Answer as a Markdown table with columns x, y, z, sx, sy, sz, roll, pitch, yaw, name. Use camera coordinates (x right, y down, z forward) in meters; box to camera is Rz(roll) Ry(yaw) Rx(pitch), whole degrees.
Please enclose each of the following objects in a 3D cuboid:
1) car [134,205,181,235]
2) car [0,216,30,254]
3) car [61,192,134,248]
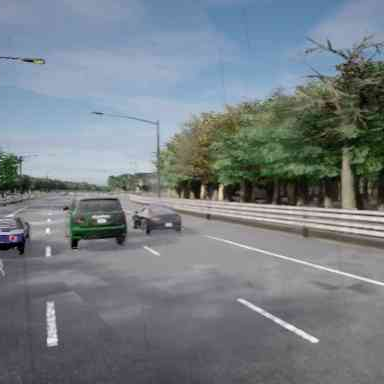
| x | y | z | sx | sy | sz | roll | pitch | yaw | name |
| --- | --- | --- | --- | --- | --- | --- | --- | --- | --- |
| -2.034 | 1.420 | 18.143 | 1.812 | 1.442 | 4.674 | -1 | 0 | -23 | car |
| -7.466 | 1.605 | 13.049 | 1.895 | 1.301 | 4.718 | -1 | 0 | -24 | car |
| -4.440 | 1.172 | 14.850 | 2.150 | 2.045 | 5.566 | -1 | 0 | -24 | car |
